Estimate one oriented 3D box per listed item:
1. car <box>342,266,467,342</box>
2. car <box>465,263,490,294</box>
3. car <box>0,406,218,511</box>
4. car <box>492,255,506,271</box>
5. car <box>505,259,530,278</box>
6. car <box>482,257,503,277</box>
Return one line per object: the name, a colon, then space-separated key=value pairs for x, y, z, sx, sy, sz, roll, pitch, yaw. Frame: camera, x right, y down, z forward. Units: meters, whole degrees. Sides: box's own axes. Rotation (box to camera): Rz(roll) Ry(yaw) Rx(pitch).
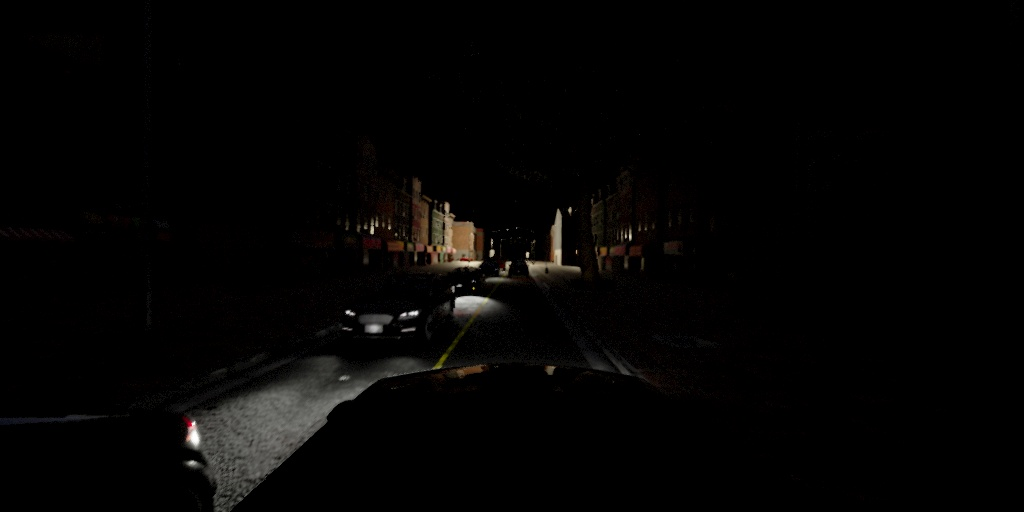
car: x=-2.734 y=1.196 z=9.660 sx=2.128 sy=1.511 sz=4.902 roll=1 pitch=0 yaw=1
car: x=-2.546 y=1.260 z=19.622 sx=1.994 sy=1.385 sz=4.181 roll=1 pitch=0 yaw=1
car: x=-2.902 y=1.277 z=0.553 sx=1.994 sy=1.385 sz=4.181 roll=1 pitch=0 yaw=1
car: x=-1.925 y=0.951 z=48.188 sx=2.150 sy=2.045 sz=5.566 roll=1 pitch=0 yaw=1
car: x=0.622 y=1.200 z=33.584 sx=1.882 sy=1.535 sz=5.008 roll=1 pitch=0 yaw=1
car: x=-2.177 y=1.162 z=34.939 sx=1.882 sy=1.535 sz=5.008 roll=1 pitch=0 yaw=1
